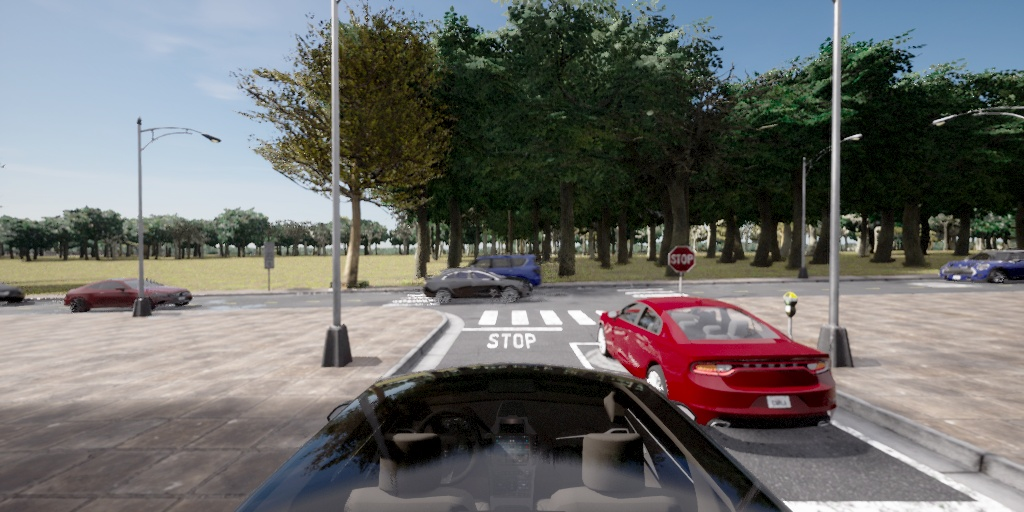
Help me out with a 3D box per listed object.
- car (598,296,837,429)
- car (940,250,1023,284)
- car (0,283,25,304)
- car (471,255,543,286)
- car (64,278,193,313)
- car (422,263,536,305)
[{"bbox_3d":[2.640,1.308,5.756,1.888,1.381,4.507,0,0,0],"label":"car"},{"bbox_3d":[25.961,0.503,19.117,4.553,1.767,2.097,-1,1,0],"label":"car"},{"bbox_3d":[-29.171,2.021,19.184,4.181,1.385,1.994,-1,1,0],"label":"car"},{"bbox_3d":[-1.162,0.997,19.148,5.566,2.045,2.150,-1,1,0],"label":"car"},{"bbox_3d":[-17.273,1.729,16.220,4.674,1.442,1.812,-2,1,0],"label":"car"},{"bbox_3d":[-1.564,1.312,16.206,4.902,1.511,2.128,-2,1,0],"label":"car"}]
